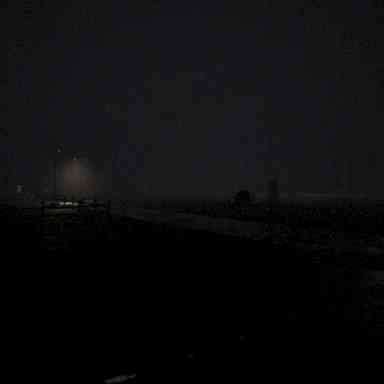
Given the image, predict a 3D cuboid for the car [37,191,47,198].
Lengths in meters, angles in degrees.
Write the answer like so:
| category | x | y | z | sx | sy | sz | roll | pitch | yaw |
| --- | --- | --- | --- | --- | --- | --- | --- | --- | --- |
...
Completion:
| category | x | y | z | sx | sy | sz | roll | pitch | yaw |
| --- | --- | --- | --- | --- | --- | --- | --- | --- | --- |
| car | -36.417 | 0.562 | 80.567 | 1.837 | 1.490 | 4.892 | 0 | 1 | -35 |
